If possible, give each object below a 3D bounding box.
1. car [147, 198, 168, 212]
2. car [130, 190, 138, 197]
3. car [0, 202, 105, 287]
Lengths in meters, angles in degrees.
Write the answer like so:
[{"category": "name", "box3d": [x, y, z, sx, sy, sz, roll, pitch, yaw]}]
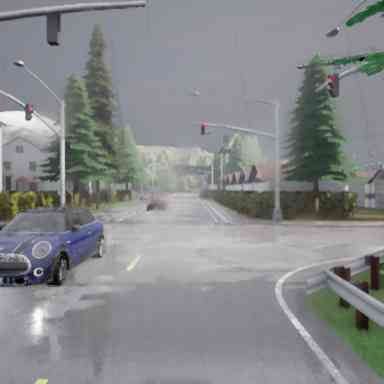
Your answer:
[{"category": "car", "box3d": [-3.510, 1.305, 34.279, 1.895, 1.301, 4.718, 0, 1, 0]}, {"category": "car", "box3d": [-16.801, 0.332, 86.466, 3.866, 1.878, 1.905, 0, 0, -1]}, {"category": "car", "box3d": [-3.977, 1.229, 9.122, 2.097, 1.767, 4.553, 0, 1, 2]}]
